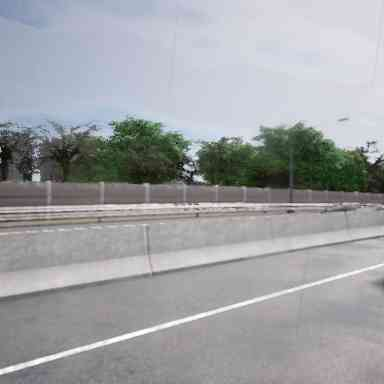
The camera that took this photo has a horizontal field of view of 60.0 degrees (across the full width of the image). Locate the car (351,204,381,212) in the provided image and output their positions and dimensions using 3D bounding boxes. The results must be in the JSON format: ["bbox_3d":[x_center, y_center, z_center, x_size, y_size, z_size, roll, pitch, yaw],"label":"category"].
[{"bbox_3d":[20.063,2.038,36.504,5.357,1.411,2.033,2,-1,-37],"label":"car"}]

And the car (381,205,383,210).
[{"bbox_3d":[21.065,1.911,32.879,5.008,1.535,1.882,2,-1,-37],"label":"car"}]

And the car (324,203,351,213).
[{"bbox_3d":[17.438,1.996,38.904,4.902,1.511,2.128,1,-1,-37],"label":"car"}]
